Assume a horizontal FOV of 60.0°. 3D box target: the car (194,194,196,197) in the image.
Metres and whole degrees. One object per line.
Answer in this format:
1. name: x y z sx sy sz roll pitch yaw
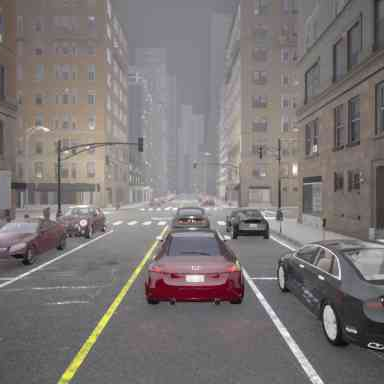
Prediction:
1. car: 2.470 1.457 92.093 2.192 1.841 5.009 0 0 0

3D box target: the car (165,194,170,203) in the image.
1. car: -5.958 1.607 65.014 2.008 1.369 4.403 0 0 0

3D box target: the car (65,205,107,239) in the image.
1. car: -5.757 1.441 17.095 1.967 1.590 4.097 0 0 0

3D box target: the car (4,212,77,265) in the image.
1. car: -5.728 1.582 11.594 1.802 1.307 4.206 0 0 0

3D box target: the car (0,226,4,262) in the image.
1. car: -5.698 1.566 6.092 1.947 1.339 4.313 0 0 0

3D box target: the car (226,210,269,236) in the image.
1. car: 2.768 1.567 17.140 1.947 1.339 4.313 0 0 0

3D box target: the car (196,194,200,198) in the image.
1. car: 2.528 1.524 75.866 1.967 1.590 4.097 0 0 0

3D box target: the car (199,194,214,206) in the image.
1. car: 2.604 1.476 54.230 1.967 1.590 4.097 0 0 0

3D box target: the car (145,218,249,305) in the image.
1. car: 0.040 1.564 8.135 1.994 1.385 4.181 0 0 -1

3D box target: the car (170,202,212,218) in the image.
1. car: -0.051 1.506 17.048 1.837 1.490 4.892 0 0 0

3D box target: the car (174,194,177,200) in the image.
1. car: -6.055 1.457 92.058 2.192 1.841 5.009 0 0 0

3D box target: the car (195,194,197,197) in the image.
1. car: 2.489 1.561 86.684 1.967 1.590 4.097 0 0 0

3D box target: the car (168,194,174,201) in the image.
1. car: -6.015 1.626 81.070 1.752 1.417 4.829 0 0 0

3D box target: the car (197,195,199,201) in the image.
1. car: 2.567 1.607 65.048 2.008 1.369 4.403 0 0 0

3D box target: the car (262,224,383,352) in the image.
1. car: 2.827 1.551 6.138 2.008 1.369 4.403 0 0 0

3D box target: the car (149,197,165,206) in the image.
1. car: -5.920 1.618 54.198 1.802 1.307 4.206 0 0 0
